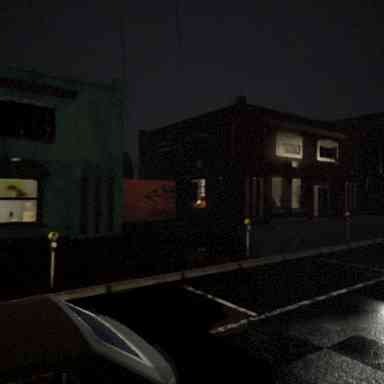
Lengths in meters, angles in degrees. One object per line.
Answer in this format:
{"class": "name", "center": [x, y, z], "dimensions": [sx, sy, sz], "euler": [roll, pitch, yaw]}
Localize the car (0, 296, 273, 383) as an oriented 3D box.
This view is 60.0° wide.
{"class": "car", "center": [-1.732, 1.601, 2.136], "dimensions": [4.718, 1.301, 1.895], "euler": [0, 0, -35]}
